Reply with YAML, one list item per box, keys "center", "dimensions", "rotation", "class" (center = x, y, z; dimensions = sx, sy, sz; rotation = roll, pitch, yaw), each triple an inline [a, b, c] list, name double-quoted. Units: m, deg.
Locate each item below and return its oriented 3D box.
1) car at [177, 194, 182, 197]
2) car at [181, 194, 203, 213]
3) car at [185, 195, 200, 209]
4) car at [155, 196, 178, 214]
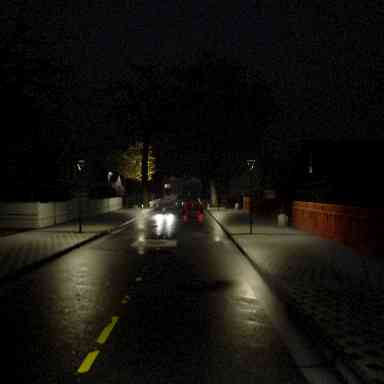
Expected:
- center: [-2.758, 1.301, 76.830]
  dimensions: [1.837, 1.490, 4.892]
  rotation: [0, 0, 0]
  class: "car"
- center: [0.088, 1.386, 36.849]
  dimensions: [2.097, 1.767, 4.553]
  rotation: [0, 0, 0]
  class: "car"
- center: [0.078, 1.392, 47.036]
  dimensions: [2.097, 1.767, 4.553]
  rotation: [0, 0, 0]
  class: "car"
- center: [-2.855, 1.525, 36.154]
  dimensions: [2.128, 1.511, 4.902]
  rotation: [0, 0, 0]
  class: "car"
